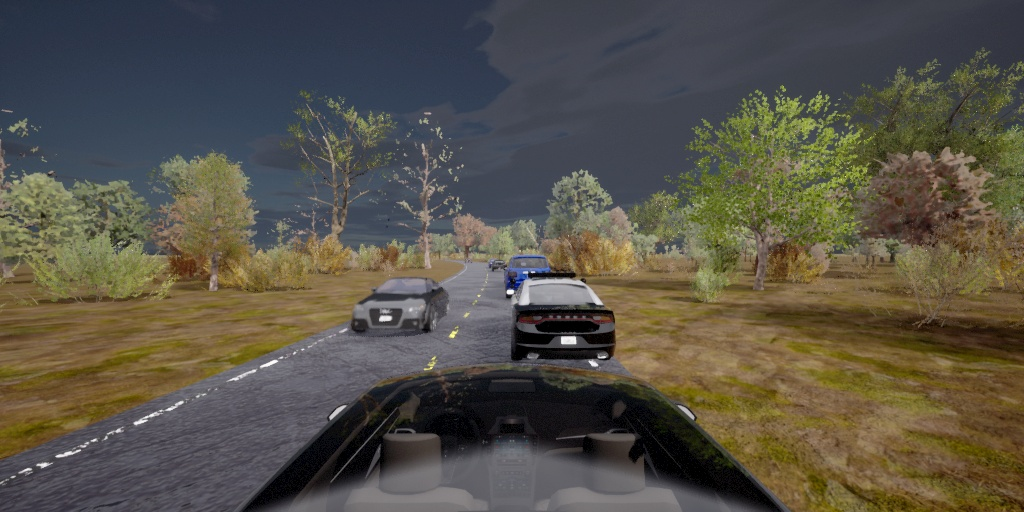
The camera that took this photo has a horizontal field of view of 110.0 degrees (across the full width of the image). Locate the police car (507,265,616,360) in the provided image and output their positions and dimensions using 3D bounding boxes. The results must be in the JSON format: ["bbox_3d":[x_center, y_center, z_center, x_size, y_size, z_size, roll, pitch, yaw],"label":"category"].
[{"bbox_3d":[0.908,1.174,8.443,1.930,1.638,5.238,0,0,0],"label":"police car"}]

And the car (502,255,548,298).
[{"bbox_3d":[0.736,0.972,18.411,2.150,2.045,5.566,0,0,-2],"label":"car"}]

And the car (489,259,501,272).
[{"bbox_3d":[-1.737,1.254,46.942,1.837,1.490,4.892,0,0,-5],"label":"car"}]

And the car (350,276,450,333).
[{"bbox_3d":[-3.071,1.313,10.630,1.994,1.385,4.181,0,0,-1],"label":"car"}]
